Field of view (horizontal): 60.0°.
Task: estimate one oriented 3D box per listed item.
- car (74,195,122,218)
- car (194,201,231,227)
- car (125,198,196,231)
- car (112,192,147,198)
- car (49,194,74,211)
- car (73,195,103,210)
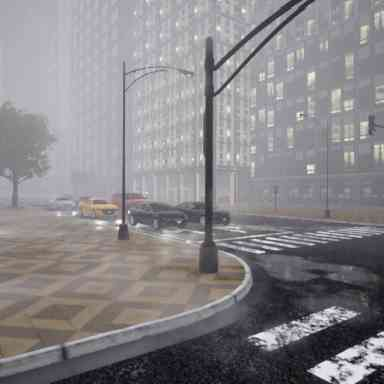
[{"bbox_3d":[-7.783,1.254,27.388,1.882,1.535,5.008,0,0,-37],"label":"car"},{"bbox_3d":[0.445,1.344,21.779,1.882,1.535,5.008,0,0,-37],"label":"car"},{"bbox_3d":[-2.129,1.357,19.793,1.837,1.490,4.892,0,0,-37],"label":"car"},{"bbox_3d":[-5.489,1.008,29.742,2.150,2.045,5.566,0,0,-37],"label":"car"},{"bbox_3d":[-13.955,1.215,35.688,1.812,1.442,4.674,0,0,-37],"label":"car"},{"bbox_3d":[-12.191,1.169,38.768,1.882,1.535,5.008,0,1,-36],"label":"car"}]
